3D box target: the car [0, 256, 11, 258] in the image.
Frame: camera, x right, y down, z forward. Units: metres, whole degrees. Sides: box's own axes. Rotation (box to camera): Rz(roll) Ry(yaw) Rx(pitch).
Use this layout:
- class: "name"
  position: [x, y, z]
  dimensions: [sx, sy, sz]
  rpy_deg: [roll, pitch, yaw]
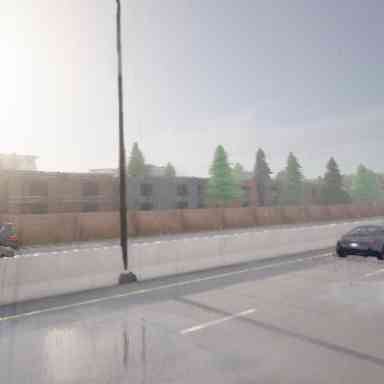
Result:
- class: "car"
  position: [-8.753, 2.339, 10.872]
  dimensions: [4.553, 1.767, 2.097]
  rpy_deg: [1, -4, -38]

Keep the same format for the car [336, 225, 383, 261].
- class: "car"
  position: [8.289, 2.170, 14.973]
  dimensions: [4.181, 1.385, 1.994]
  rpy_deg: [0, -4, -38]
